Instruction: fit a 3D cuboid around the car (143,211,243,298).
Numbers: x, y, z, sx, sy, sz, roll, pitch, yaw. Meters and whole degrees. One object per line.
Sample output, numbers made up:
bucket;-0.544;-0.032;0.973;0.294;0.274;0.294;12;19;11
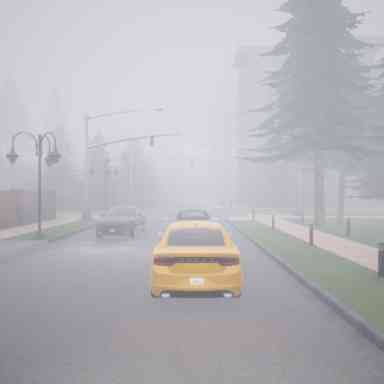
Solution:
car;0.084;1.478;8.553;1.882;1.535;5.008;0;0;0

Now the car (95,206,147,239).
car;-3.587;1.477;17.500;1.882;1.535;5.008;0;0;0
